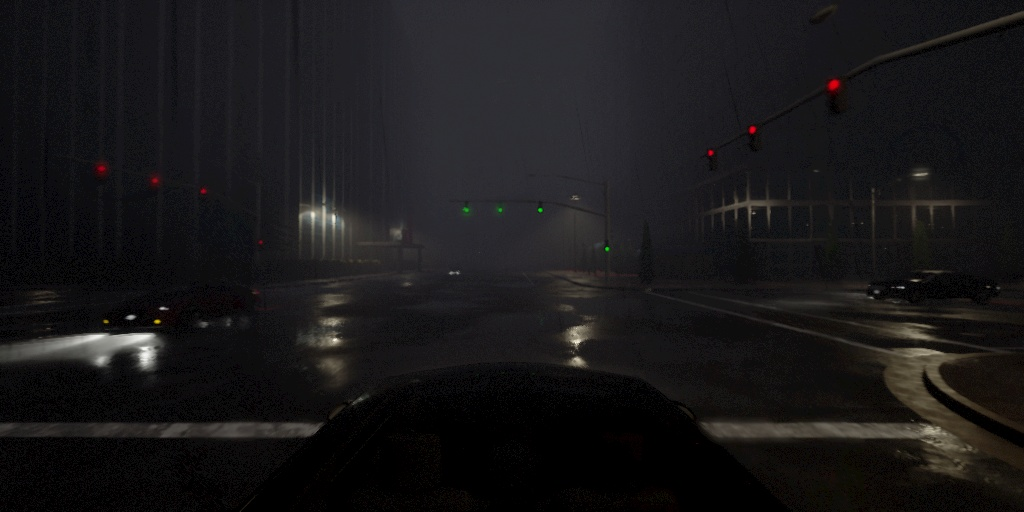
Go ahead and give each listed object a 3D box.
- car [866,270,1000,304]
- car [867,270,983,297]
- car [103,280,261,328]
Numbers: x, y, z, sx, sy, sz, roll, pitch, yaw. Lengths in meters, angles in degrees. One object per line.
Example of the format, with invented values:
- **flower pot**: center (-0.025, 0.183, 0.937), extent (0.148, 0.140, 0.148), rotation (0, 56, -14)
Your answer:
- **car**: center (19.575, 1.418, 16.828), extent (4.902, 1.511, 2.128), rotation (0, -1, 1)
- **car**: center (23.205, 1.530, 20.290), extent (4.181, 1.385, 1.994), rotation (0, -1, 1)
- **car**: center (-10.501, 1.495, 11.866), extent (1.994, 1.385, 4.181), rotation (0, 0, 0)
